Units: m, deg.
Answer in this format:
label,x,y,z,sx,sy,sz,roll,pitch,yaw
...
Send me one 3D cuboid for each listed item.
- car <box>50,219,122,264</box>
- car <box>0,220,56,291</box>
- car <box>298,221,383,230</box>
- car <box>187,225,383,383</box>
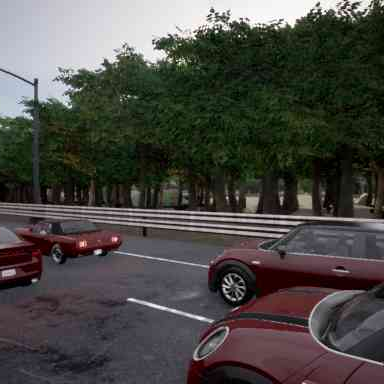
label,x,y,z,sx,sy,sz,roll,pitch,yaw
car,-4.729,1.602,11.826,4.718,1.301,1.895,0,0,37
car,-5.669,1.479,8.175,5.008,1.535,1.882,0,0,37
car,2.545,1.352,6.532,4.553,1.767,2.097,0,0,35
car,2.154,1.352,2.528,4.553,1.767,2.097,0,0,35
